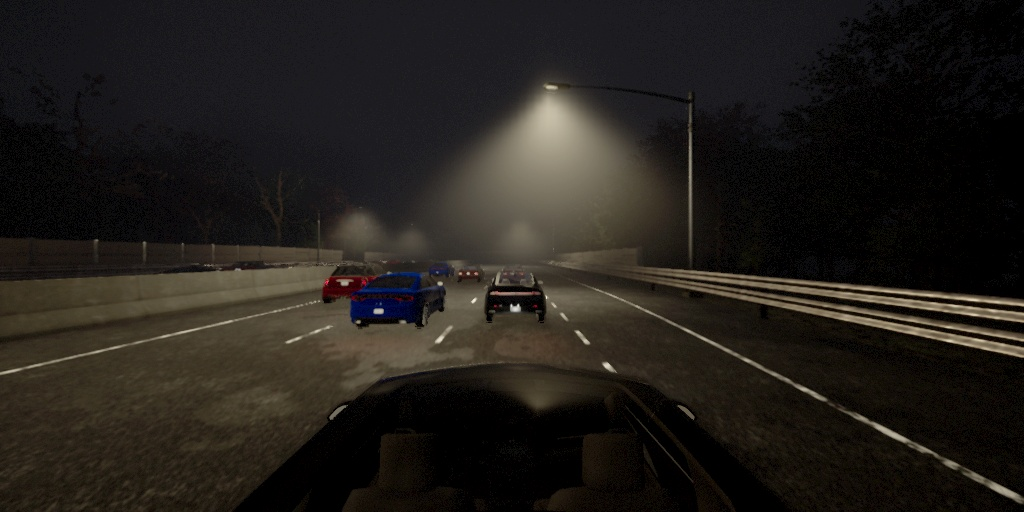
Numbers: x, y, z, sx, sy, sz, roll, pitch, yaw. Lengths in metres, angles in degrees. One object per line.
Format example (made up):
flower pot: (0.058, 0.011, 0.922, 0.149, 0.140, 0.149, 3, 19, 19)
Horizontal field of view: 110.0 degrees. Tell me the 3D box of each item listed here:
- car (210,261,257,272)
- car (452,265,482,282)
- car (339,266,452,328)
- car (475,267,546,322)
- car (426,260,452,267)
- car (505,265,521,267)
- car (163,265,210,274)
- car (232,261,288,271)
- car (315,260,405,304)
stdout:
car: (-24.590, 1.241, 32.989, 2.097, 1.767, 4.553, 0, 0, 0)
car: (-3.400, 1.423, 30.303, 2.033, 1.411, 5.357, 0, 0, 0)
car: (-3.400, 1.268, 11.615, 1.882, 1.535, 5.008, 0, 0, 0)
car: (0.099, 1.285, 12.461, 2.128, 1.511, 4.902, 0, 0, 0)
car: (-6.901, 1.380, 35.648, 1.882, 1.535, 5.008, 0, 0, 0)
car: (0.101, 1.423, 30.310, 2.033, 1.411, 5.357, 0, 0, 0)
car: (-28.090, 1.445, 31.433, 1.994, 1.385, 4.181, 0, 0, 0)
car: (-21.098, 1.428, 31.230, 2.033, 1.411, 5.357, 0, 0, 0)
car: (-6.901, 1.166, 16.917, 2.097, 1.767, 4.553, 0, 0, 0)
